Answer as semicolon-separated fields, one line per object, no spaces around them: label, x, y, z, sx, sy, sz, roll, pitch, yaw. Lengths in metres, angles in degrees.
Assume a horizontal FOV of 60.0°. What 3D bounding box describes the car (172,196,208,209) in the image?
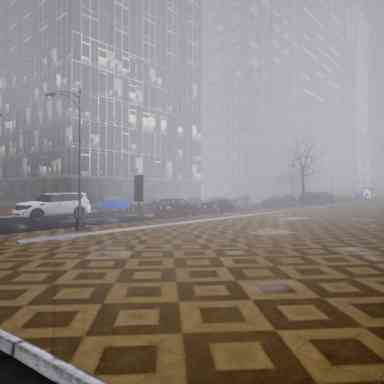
car;-0.194;1.218;41.291;1.887;1.381;4.507;1;1;41

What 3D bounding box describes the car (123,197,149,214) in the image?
car;-4.038;1.357;32.797;1.895;1.301;4.718;0;1;41

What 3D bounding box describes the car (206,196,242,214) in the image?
car;2.527;1.320;31.459;1.947;1.339;4.313;1;1;41

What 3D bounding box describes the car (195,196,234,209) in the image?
car;2.826;1.219;40.820;2.033;1.411;5.357;0;1;41

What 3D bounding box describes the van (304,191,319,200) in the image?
van;25.680;0.694;71.557;1.690;1.788;3.998;1;1;41

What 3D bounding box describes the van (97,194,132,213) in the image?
van;-7.669;1.106;32.711;1.690;1.788;3.998;1;1;41

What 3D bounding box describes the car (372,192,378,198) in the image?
car;43.151;0.704;79.641;1.801;1.575;5.366;0;1;41

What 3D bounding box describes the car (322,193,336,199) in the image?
car;33.070;0.828;80.212;1.947;1.339;4.313;1;1;41

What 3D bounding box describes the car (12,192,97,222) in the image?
car;-10.478;1.059;25.261;2.150;2.045;5.566;0;1;41

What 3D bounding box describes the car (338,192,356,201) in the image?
car;28.453;0.957;61.905;1.752;1.417;4.829;1;1;41

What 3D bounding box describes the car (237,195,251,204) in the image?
car;7.202;1.148;49.934;1.947;1.339;4.313;1;1;41

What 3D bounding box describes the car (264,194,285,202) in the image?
car;14.593;1.056;58.585;1.947;1.339;4.313;1;1;41

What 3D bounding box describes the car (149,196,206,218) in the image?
car;-1.125;1.240;27.096;1.967;1.590;4.097;1;1;41

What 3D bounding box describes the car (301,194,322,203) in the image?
car;20.265;1.062;56.325;1.994;1.385;4.181;0;1;41

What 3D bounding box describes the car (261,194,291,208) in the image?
car;9.866;1.244;40.151;1.802;1.307;4.206;1;1;41

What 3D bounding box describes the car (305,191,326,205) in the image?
car;17.258;0.885;48.798;2.192;1.841;5.009;1;1;41

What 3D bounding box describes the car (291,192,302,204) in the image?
car;13.899;1.103;48.865;1.812;1.442;4.674;0;0;41

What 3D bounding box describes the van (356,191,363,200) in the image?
van;35.735;0.683;70.424;1.690;1.788;3.998;1;1;41

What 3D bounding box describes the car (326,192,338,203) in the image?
car;20.953;0.839;53.123;2.192;1.841;5.009;1;1;41
